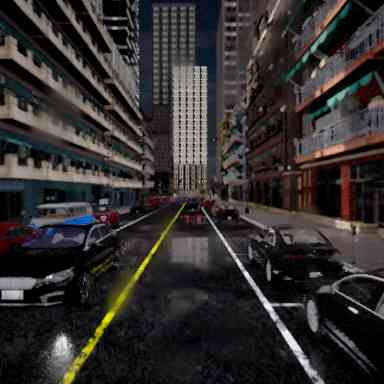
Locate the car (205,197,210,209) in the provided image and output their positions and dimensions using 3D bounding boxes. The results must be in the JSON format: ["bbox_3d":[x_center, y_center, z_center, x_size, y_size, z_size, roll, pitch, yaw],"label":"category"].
[{"bbox_3d":[2.685,1.673,48.070,1.887,1.381,4.507,-1,0,0],"label":"car"}]

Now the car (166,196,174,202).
[{"bbox_3d":[-5.695,1.788,86.749,1.887,1.381,4.507,-1,0,0],"label":"car"}]

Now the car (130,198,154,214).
[{"bbox_3d":[-5.697,1.664,37.038,1.947,1.339,4.313,-1,0,0],"label":"car"}]

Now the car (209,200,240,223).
[{"bbox_3d":[2.683,1.618,25.977,2.008,1.369,4.403,-1,0,0],"label":"car"}]

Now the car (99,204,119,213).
[{"bbox_3d":[-5.699,1.493,20.467,1.967,1.590,4.097,-1,0,0],"label":"car"}]

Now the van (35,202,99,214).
[{"bbox_3d":[-5.700,1.379,14.944,1.690,1.788,3.998,-1,0,0],"label":"van"}]

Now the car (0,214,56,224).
[{"bbox_3d":[-5.698,1.569,9.420,1.887,1.381,4.507,-1,0,0],"label":"car"}]

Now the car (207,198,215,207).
[{"bbox_3d":[2.683,1.608,31.671,1.752,1.417,4.829,-1,0,0],"label":"car"}]

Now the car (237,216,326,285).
[{"bbox_3d":[2.683,1.575,9.406,2.008,1.369,4.403,-1,0,0],"label":"car"}]

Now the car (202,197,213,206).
[{"bbox_3d":[2.685,1.686,59.287,1.752,1.417,4.829,-1,0,0],"label":"car"}]

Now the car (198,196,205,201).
[{"bbox_3d":[2.686,1.786,92.427,1.752,1.417,4.829,-1,0,0],"label":"car"}]

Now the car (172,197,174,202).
[{"bbox_3d":[-5.696,1.667,81.225,1.967,1.590,4.097,-1,0,0],"label":"car"}]

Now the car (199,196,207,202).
[{"bbox_3d":[2.686,1.771,81.211,1.887,1.381,4.507,-1,0,0],"label":"car"}]

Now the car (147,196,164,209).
[{"bbox_3d":[-5.699,1.444,48.084,2.192,1.841,5.009,-1,0,0],"label":"car"}]

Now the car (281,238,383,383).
[{"bbox_3d":[2.683,1.561,3.883,2.008,1.369,4.403,-1,0,0],"label":"car"}]

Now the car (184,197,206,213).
[{"bbox_3d":[0.102,1.589,37.479,2.128,1.511,4.902,0,0,0],"label":"car"}]

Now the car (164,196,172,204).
[{"bbox_3d":[-5.695,1.775,70.178,1.802,1.307,4.206,-1,0,0],"label":"car"}]

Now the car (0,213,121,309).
[{"bbox_3d":[-3.049,1.513,8.154,2.128,1.511,4.902,0,0,0],"label":"car"}]
